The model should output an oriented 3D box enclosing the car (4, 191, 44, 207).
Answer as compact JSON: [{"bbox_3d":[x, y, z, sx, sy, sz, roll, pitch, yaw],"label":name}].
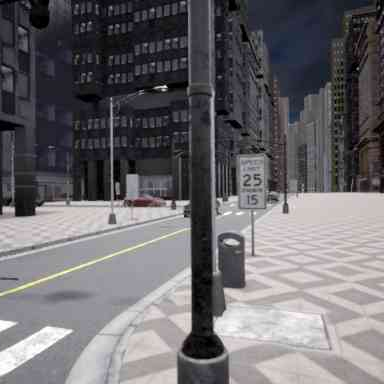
[{"bbox_3d":[-21.108,0.912,41.256,5.566,2.045,2.150,-1,0,19],"label":"car"}]

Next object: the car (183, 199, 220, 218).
[{"bbox_3d":[0.842,1.098,25.935,1.882,1.535,5.008,-1,1,19],"label":"car"}]

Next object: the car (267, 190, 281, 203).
[{"bbox_3d":[11.412,0.693,47.213,1.837,1.490,4.892,0,1,19],"label":"car"}]

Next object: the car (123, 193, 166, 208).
[{"bbox_3d":[-5.003,0.888,35.506,4.553,1.767,2.097,-1,0,23],"label":"car"}]

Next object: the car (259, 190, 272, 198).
[{"bbox_3d":[14.784,0.444,66.771,1.837,1.490,4.892,-1,1,19],"label":"car"}]
